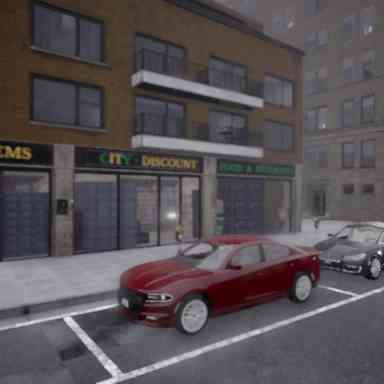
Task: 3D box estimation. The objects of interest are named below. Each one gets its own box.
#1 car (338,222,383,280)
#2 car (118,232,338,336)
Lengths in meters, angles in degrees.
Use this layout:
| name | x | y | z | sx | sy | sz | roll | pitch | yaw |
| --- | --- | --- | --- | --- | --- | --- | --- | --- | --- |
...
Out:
| name | x | y | z | sx | sy | sz | roll | pitch | yaw |
| --- | --- | --- | --- | --- | --- | --- | --- | --- | --- |
| car | 5.365 | 1.613 | 10.035 | 4.403 | 1.369 | 2.008 | 0 | 0 | -36 |
| car | 0.744 | 1.572 | 6.728 | 4.507 | 1.381 | 1.887 | 0 | 0 | -36 |
